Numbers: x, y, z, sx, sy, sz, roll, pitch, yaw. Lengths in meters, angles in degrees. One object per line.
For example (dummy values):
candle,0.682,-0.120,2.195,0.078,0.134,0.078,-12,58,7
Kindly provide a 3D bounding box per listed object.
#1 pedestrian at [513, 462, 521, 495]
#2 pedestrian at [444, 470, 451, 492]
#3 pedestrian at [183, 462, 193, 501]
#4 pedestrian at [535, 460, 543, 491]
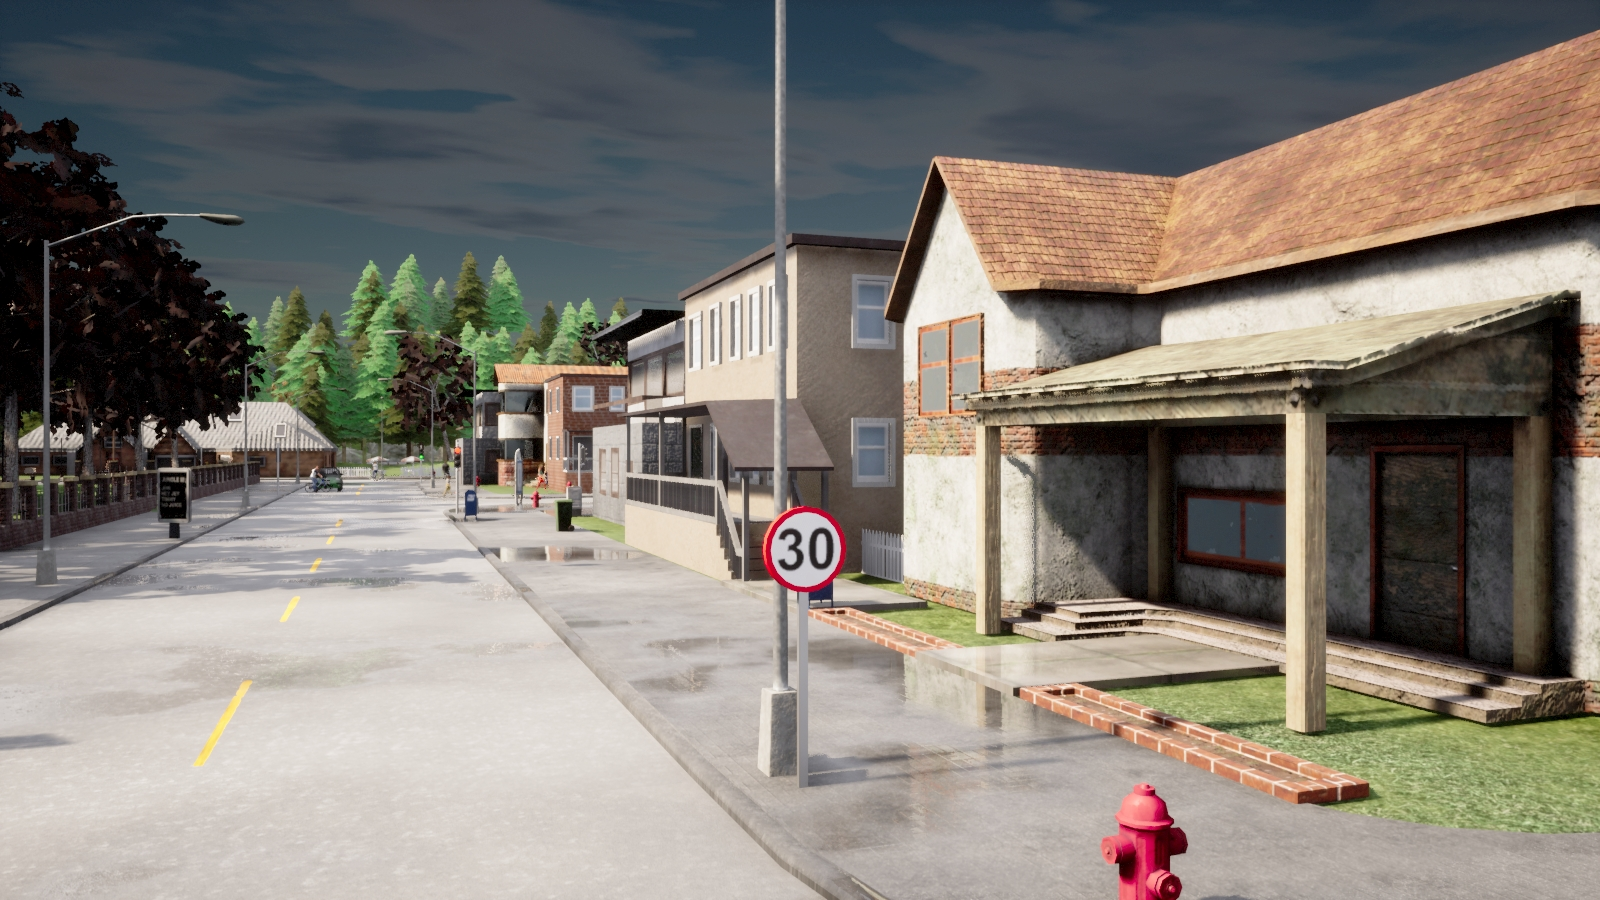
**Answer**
pedestrian,-16.254,1.628,65.631,0.375,1.860,0.375,0,0,-32
pedestrian,-20.720,1.810,67.136,0.375,1.300,0.375,0,0,-17
pedestrian,-29.652,1.525,55.318,0.375,1.860,0.375,0,0,-20
pedestrian,-15.797,1.516,69.163,0.375,1.860,0.375,0,0,-6
